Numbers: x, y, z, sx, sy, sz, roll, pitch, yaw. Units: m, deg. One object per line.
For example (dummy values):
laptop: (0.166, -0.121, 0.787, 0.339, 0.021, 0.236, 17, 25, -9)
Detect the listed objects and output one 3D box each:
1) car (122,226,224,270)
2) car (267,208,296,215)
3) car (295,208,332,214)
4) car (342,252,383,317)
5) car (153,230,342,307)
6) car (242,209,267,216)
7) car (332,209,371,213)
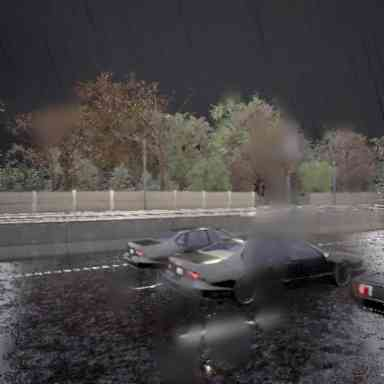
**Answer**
car: (0.354, 1.907, 11.594, 5.357, 1.411, 2.033, 0, -2, -27)
car: (11.069, 2.484, 36.977, 4.674, 1.442, 1.812, 0, -2, -27)
car: (13.707, 2.383, 34.400, 5.357, 1.411, 2.033, 0, -2, -27)
car: (5.315, 1.714, 6.273, 4.718, 1.301, 1.895, 0, -2, -27)
car: (1.963, 1.785, 8.486, 5.357, 1.411, 2.033, 0, -2, -27)
car: (8.147, 2.682, 39.407, 4.718, 1.301, 1.895, 0, -2, -27)
car: (15.832, 2.277, 31.555, 4.181, 1.385, 1.994, 0, -2, -27)
